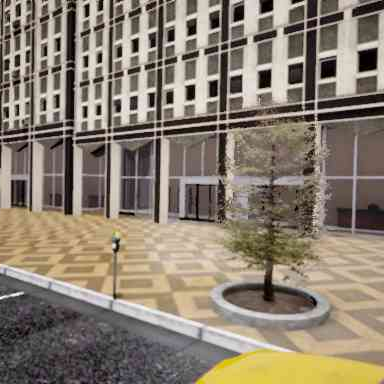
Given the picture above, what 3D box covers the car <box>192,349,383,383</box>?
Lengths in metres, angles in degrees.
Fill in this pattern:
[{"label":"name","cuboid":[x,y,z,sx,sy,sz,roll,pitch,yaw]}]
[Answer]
[{"label":"car","cuboid":[1.936,1.541,1.478,4.829,1.417,1.752,1,1,36]}]
